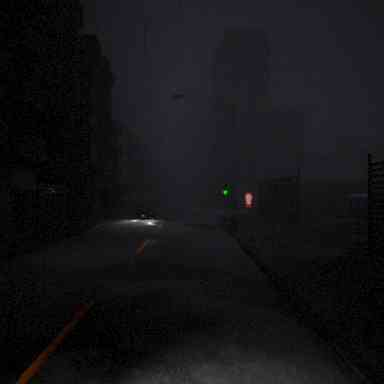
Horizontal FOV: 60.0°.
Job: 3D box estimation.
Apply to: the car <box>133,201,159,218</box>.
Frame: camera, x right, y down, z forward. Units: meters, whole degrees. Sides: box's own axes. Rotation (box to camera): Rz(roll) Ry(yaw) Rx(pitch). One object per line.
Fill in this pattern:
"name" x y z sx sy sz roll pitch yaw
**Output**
"car" -4.000 1.559 29.910 2.033 1.411 5.357 0 0 0
